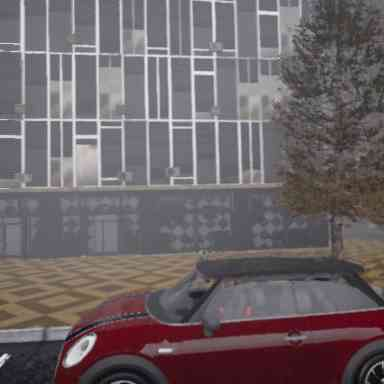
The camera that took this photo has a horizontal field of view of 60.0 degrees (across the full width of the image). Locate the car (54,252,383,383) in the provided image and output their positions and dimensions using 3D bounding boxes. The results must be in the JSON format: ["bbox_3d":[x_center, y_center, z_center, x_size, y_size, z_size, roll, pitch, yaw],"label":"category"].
[{"bbox_3d":[0.449,1.604,4.223,4.097,1.590,1.967,-1,-3,-7],"label":"car"}]
